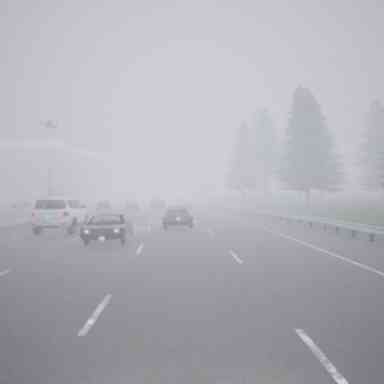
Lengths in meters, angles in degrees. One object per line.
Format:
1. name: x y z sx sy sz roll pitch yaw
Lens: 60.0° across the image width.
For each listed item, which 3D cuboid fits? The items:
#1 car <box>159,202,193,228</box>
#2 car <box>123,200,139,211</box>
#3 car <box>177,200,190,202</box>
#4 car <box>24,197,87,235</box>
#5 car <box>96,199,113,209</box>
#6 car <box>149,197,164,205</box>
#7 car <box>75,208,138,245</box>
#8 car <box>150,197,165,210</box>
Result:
1. car: -1.049 1.619 22.561 1.994 1.385 4.181 -1 0 -6
2. car: -7.845 1.724 43.181 2.033 1.411 5.357 -1 0 -13
3. car: -1.234 1.704 45.697 1.895 1.301 4.718 -1 0 -13
4. car: -7.801 1.350 20.054 2.150 2.045 5.566 -1 0 -6
5. car: -11.385 1.723 42.952 1.837 1.490 4.892 -1 0 -13
6. car: -7.373 1.729 68.335 2.128 1.511 4.902 -1 0 -18
7. car: -3.943 1.678 16.140 1.895 1.301 4.718 -1 0 -5
8. car: -4.653 1.634 44.952 2.128 1.511 4.902 -1 0 -13
